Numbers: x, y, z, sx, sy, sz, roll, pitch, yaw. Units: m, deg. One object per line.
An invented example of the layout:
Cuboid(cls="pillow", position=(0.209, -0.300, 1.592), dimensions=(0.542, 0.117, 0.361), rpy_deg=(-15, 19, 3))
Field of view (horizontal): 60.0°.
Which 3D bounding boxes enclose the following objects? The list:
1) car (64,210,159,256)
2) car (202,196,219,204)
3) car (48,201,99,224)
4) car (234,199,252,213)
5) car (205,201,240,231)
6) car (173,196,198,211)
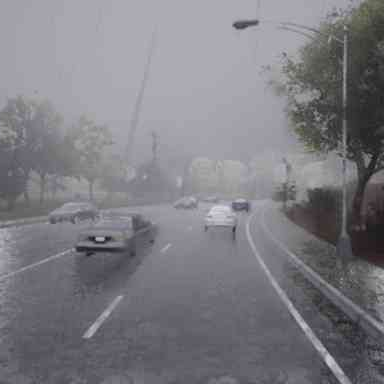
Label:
Cuboid(cls="car", position=(-2.663, 1.541, 13.044), dimensions=(2.033, 1.411, 5.357), rpy_deg=(0, 0, 6))
Cuboid(cls="car", position=(3.543, 1.500, 62.967), dimensions=(1.882, 1.535, 5.008), rpy_deg=(0, 0, 25))
Cuboid(cls="car", position=(-8.420, 1.476, 24.070), dimensions=(1.837, 1.490, 4.892), rpy_deg=(0, 0, 10))
Cuboid(cls="car", position=(5.740, 1.506, 38.281), dimensions=(1.882, 1.535, 5.008), rpy_deg=(0, 0, 16))
Cuboid(cls="car", position=(1.849, 1.536, 20.606), dimensions=(1.812, 1.442, 4.674), rpy_deg=(0, 0, 8))
Cuboid(cls="car", position=(-0.729, 1.349, 41.694), dimensions=(2.097, 1.767, 4.553), rpy_deg=(0, 0, 17))
